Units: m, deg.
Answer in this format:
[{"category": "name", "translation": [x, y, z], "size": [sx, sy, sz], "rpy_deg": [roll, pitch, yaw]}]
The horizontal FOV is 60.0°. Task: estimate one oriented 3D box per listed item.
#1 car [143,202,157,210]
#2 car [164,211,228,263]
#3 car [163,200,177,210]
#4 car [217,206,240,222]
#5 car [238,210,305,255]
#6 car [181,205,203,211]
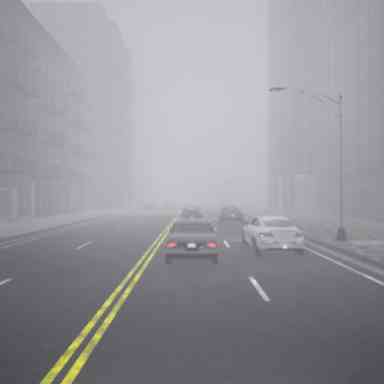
[{"category": "car", "translation": [-6.648, 2.184, 52.785], "size": [1.895, 1.301, 4.718], "rpy_deg": [0, -1, 0]}, {"category": "car", "translation": [-0.006, 1.683, 12.528], "size": [2.033, 1.411, 5.357], "rpy_deg": [0, -1, 0]}, {"category": "car", "translation": [-3.393, 2.073, 52.578], "size": [2.128, 1.511, 4.902], "rpy_deg": [0, -1, 0]}, {"category": "car", "translation": [3.240, 1.874, 28.520], "size": [1.994, 1.385, 4.181], "rpy_deg": [0, -1, 0]}, {"category": "car", "translation": [3.255, 1.675, 13.897], "size": [1.812, 1.442, 4.674], "rpy_deg": [0, 0, 0]}, {"category": "car", "translation": [-0.008, 1.839, 28.906], "size": [1.812, 1.442, 4.674], "rpy_deg": [0, 0, 0]}]
